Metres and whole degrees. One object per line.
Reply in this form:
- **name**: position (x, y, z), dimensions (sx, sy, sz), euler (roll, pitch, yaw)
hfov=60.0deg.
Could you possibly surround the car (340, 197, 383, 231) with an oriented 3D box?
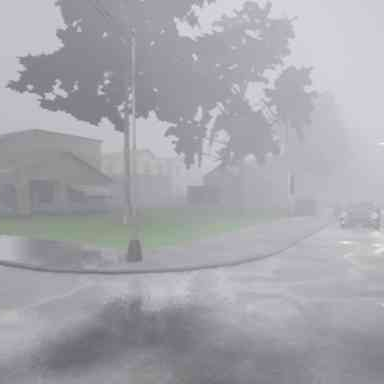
- **car**: position (10.696, 1.358, 21.016), dimensions (2.097, 1.767, 4.553), euler (0, 0, 31)
